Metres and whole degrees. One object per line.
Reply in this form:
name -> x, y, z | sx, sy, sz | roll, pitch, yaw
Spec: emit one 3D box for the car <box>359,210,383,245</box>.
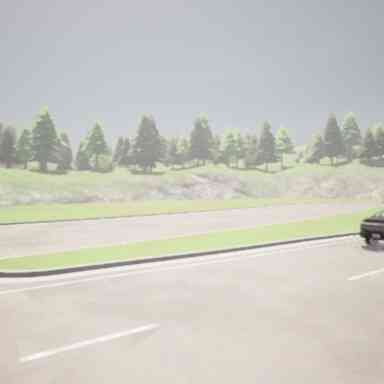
car -> 8.813, 1.378, 13.355 | 4.902, 1.511, 2.128 | 0, 0, -30
